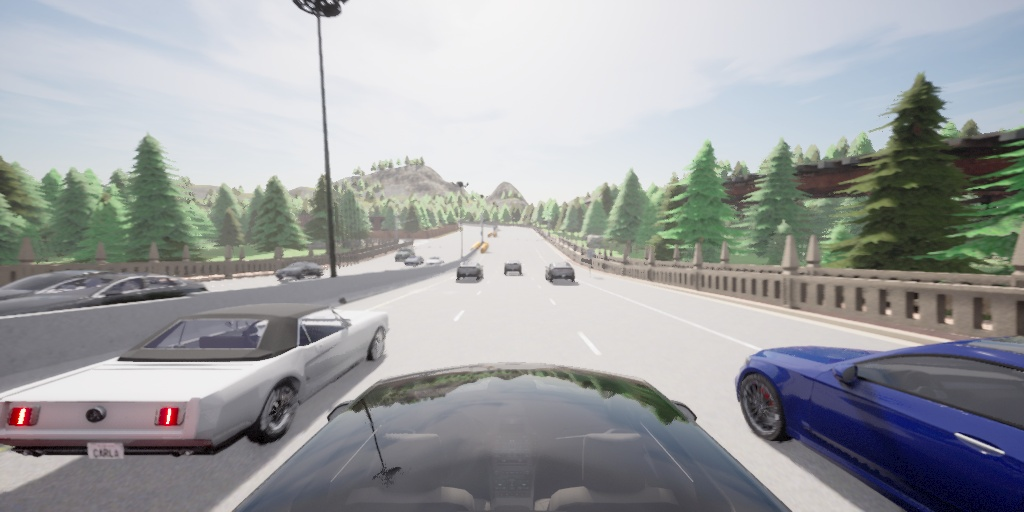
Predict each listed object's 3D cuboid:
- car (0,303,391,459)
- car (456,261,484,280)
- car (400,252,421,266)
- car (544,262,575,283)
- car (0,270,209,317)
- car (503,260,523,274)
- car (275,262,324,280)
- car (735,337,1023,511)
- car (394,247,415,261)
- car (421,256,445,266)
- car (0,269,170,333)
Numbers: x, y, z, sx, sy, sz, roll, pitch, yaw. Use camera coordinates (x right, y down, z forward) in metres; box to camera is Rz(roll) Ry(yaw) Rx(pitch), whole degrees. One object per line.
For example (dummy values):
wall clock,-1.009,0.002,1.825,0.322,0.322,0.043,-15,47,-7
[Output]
car,-3.400,1.343,5.228,1.895,1.301,4.718,0,0,0
car,-3.405,1.177,29.664,2.128,1.511,4.902,0,0,0
car,-14.061,0.597,51.956,2.033,1.411,5.357,0,4,1
car,3.596,1.182,27.382,2.128,1.511,4.902,0,0,0
car,-10.599,1.224,9.426,2.128,1.511,4.902,0,0,0
car,0.095,1.118,38.910,2.128,1.511,4.902,0,1,0
car,-17.602,1.210,30.026,1.812,1.442,4.674,0,0,0
car,3.601,1.275,2.372,1.812,1.442,4.674,0,0,0
car,-17.533,-0.324,59.118,2.150,2.045,5.566,0,6,1
car,-10.581,0.751,49.224,1.812,1.442,4.674,0,3,0
car,-14.099,1.233,11.366,1.837,1.490,4.892,0,0,0
